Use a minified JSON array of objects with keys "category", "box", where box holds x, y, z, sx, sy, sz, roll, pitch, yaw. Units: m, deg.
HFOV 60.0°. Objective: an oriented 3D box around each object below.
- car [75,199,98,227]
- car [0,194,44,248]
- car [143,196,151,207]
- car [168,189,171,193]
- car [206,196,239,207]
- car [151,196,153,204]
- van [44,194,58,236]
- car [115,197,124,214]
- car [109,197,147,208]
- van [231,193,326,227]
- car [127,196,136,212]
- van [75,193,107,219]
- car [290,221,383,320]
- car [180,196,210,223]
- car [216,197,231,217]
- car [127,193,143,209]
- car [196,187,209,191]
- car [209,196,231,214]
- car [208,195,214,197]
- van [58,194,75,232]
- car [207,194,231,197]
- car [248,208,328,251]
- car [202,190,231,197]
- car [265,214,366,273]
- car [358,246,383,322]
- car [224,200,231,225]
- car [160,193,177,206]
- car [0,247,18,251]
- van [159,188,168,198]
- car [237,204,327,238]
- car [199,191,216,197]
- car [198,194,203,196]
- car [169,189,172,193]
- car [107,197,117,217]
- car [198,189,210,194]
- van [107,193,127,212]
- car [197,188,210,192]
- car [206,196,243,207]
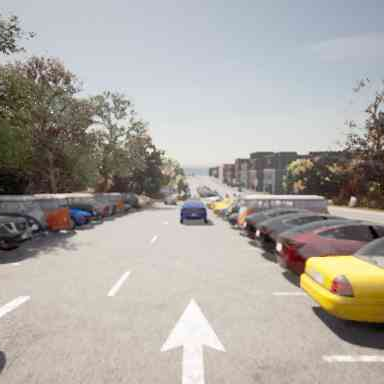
[{"category":"car","box":[-8.535,1.369,19.724,5.008,1.535,2.097,0,0,0]},{"category":"car","box":[-8.506,1.166,11.413,5.566,2.045,2.435,0,0,0]},{"category":"car","box":[-8.330,1.372,41.875,5.366,1.575,1.946,0,0,0]},{"category":"car","box":[-8.774,0.684,88.295,4.792,1.488,2.163,0,0,0]},{"category":"car","box":[4.598,1.422,50.177,4.792,1.488,2.163,0,0,0]},{"category":"car","box":[-8.483,1.421,47.416,4.792,1.488,2.163,0,0,0]},{"category":"van","box":[-8.416,1.176,14.183,4.442,1.987,1.878,0,0,0]},{"category":"car","box":[-8.553,1.372,27.902,4.792,1.488,2.163,0,0,0]},{"category":"car","box":[-8.511,1.423,44.645,4.674,1.452,2.002,0,0,0]},{"category":"van","box":[4.432,1.153,16.873,4.442,1.987,1.878,0,0,0]},{"category":"car","box":[-8.493,1.380,33.566,4.792,1.488,2.163,0,0,0]},{"category":"van","box":[-8.419,1.130,22.509,4.442,1.987,1.878,0,0,0]},{"category":"car","box":[4.727,1.440,5.769,5.366,1.575,1.946,0,0,0]},{"category":"car","box":[0.114,1.342,24.445,1.882,1.535,5.008,0,0,0]},{"category":"car","box":[4.560,1.340,25.203,4.892,1.521,2.231,0,0,0]},{"category":"car","box":[-8.548,1.107,36.337,5.566,2.045,2.435,0,0,0]},{"category":"car","box":[4.310,0.367,91.128,5.566,2.045,2.435,0,1,0]},{"category":"car","box":[4.370,1.333,27.971,5.366,1.575,1.946,0,0,0]},{"category":"car","box":[4.746,1.349,36.296,5.366,1.575,1.946,0,0,0]},{"category":"van","box":[-8.648,1.160,16.953,4.442,1.987,1.878,0,0,0]},{"category":"car","box":[4.556,1.361,39.072,4.892,1.521,2.231,0,0,0]},{"category":"car","box":[4.575,1.441,11.322,4.792,1.488,2.163,0,0,0]},{"category":"car","box":[4.537,1.125,44.626,5.566,2.045,2.435,0,0,0]},{"category":"car","box":[4.573,1.457,8.546,4.792,1.488,2.163,0,0,0]},{"category":"car","box":[4.534,1.460,2.993,4.892,1.521,2.231,0,0,0]},{"category":"car","box":[4.521,1.392,19.651,4.792,1.488,2.163,0,0,0]},{"category":"car","box":[-3.488,1.417,53.893,2.128,1.511,4.902,0,0,1]},{"category":"car","box":[-3.599,1.549,2.811,1.994,1.385,4.181,0,0,0]},{"category":"van","box":[-8.630,0.476,79.923,4.442,1.987,1.878,1,0,0]},{"category":"car","box":[4.576,1.424,14.098,4.792,1.488,2.163,0,0,0]},{"category":"car","box":[4.349,0.580,93.921,4.892,1.521,2.231,0,1,0]},{"category":"car","box":[0.124,1.368,41.953,1.882,1.535,5.008,0,0,0]},{"category":"car","box":[-8.926,0.622,91.087,5.366,1.575,1.946,0,1,0]},{"category":"car","box":[-8.555,1.376,25.262,4.792,1.488,2.163,0,0,0]},{"category":"car","box":[4.352,0.723,79.989,4.792,1.488,2.163,0,0,0]},{"category":"van","box":[-8.640,1.119,30.673,4.442,1.987,1.878,0,0,0]},{"category":"car","box":[4.300,0.542,85.558,4.553,1.767,2.185,0,0,0]},{"category":"car","box":[4.562,1.384,47.401,5.008,1.535,2.097,0,0,0]}]
